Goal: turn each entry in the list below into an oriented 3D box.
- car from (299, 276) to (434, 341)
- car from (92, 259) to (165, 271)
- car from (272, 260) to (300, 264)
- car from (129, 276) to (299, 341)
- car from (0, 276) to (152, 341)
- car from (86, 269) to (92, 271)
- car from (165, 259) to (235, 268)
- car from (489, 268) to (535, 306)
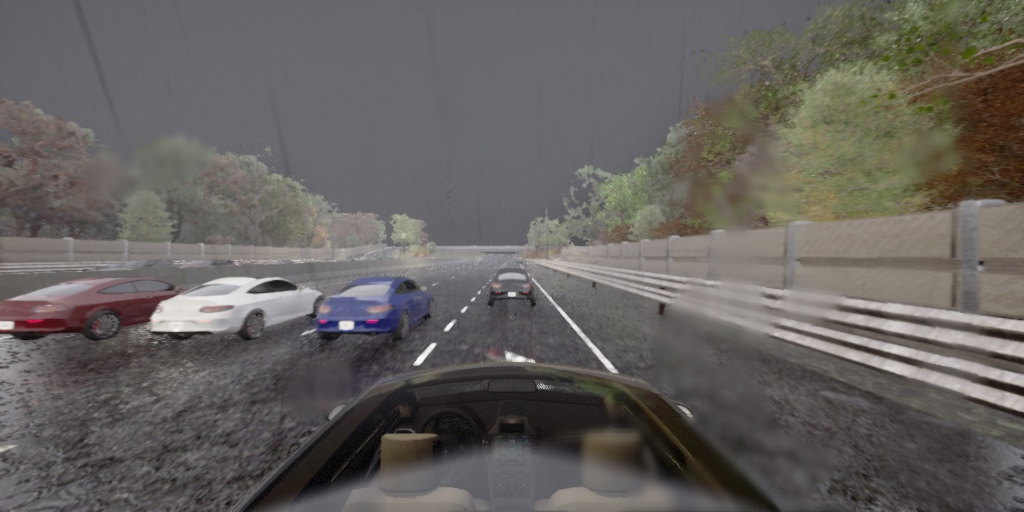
[{"bbox_3d":[-3.400,1.251,9.668,1.812,1.442,4.674,0,0,0],"label":"car"},{"bbox_3d":[-28.080,1.033,27.324,2.097,1.767,4.553,0,0,0],"label":"car"},{"bbox_3d":[-21.076,1.167,33.249,2.128,1.511,4.902,0,0,0],"label":"car"},{"bbox_3d":[-6.914,1.251,9.701,1.812,1.442,4.674,0,0,0],"label":"car"},{"bbox_3d":[-10.400,1.250,9.673,1.812,1.442,4.674,0,0,0],"label":"car"},{"bbox_3d":[-31.575,1.244,28.890,1.994,1.385,4.181,0,0,0],"label":"car"},{"bbox_3d":[-24.581,1.031,28.983,2.097,1.767,4.553,0,0,0],"label":"car"},{"bbox_3d":[-0.002,1.236,15.478,1.812,1.442,4.674,0,0,0],"label":"car"}]
